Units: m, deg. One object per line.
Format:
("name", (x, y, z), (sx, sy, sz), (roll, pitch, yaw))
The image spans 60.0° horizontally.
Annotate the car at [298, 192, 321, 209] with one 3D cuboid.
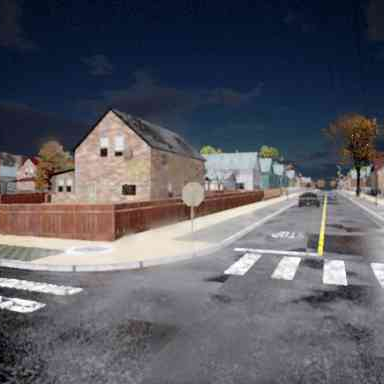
("car", (11.435, 0.722, 32.362), (1.882, 1.535, 5.008), (0, 1, 22))
